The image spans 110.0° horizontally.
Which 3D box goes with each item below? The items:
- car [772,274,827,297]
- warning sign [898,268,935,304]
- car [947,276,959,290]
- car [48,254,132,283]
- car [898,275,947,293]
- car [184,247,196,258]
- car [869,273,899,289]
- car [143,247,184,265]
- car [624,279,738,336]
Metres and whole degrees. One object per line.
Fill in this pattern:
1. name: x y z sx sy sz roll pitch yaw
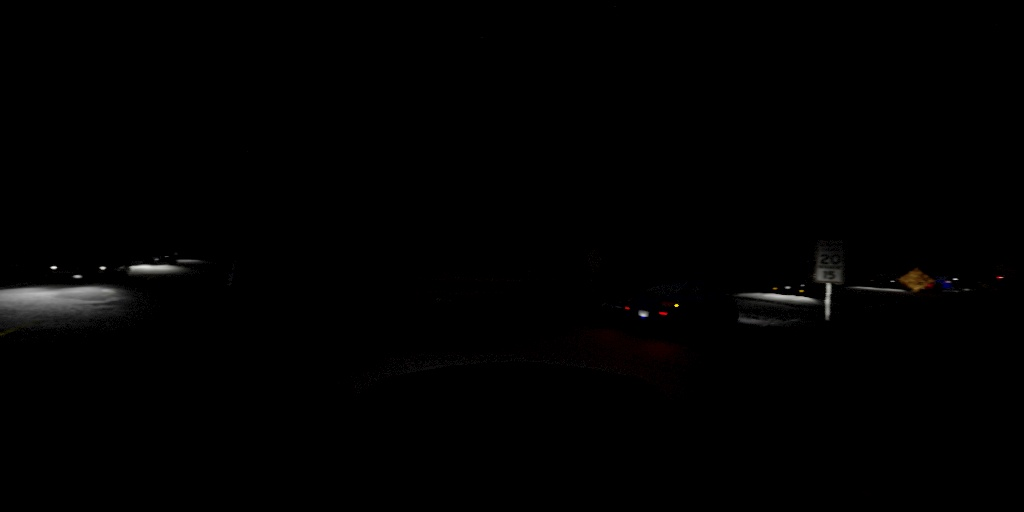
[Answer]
1. car: 19.279 1.894 23.960 4.181 1.385 1.994 2 1 -33
2. warning sign: 21.479 1.566 19.086 1.060 1.860 1.300 0 0 -33
3. car: 43.945 2.702 36.729 4.181 1.385 1.994 2 1 -33
4. car: -20.677 0.555 17.763 1.895 1.301 4.718 2 0 -37
5. car: 36.244 2.500 31.620 4.718 1.301 1.895 2 1 -33
6. car: -42.342 -0.527 46.454 1.895 1.301 4.718 2 0 -37
7. car: 37.447 2.435 35.765 4.674 1.442 1.812 2 0 -33
8. car: -32.299 -0.023 33.096 2.128 1.511 4.902 2 0 -37
9. car: 5.280 1.424 11.081 4.674 1.442 1.812 2 0 -40
